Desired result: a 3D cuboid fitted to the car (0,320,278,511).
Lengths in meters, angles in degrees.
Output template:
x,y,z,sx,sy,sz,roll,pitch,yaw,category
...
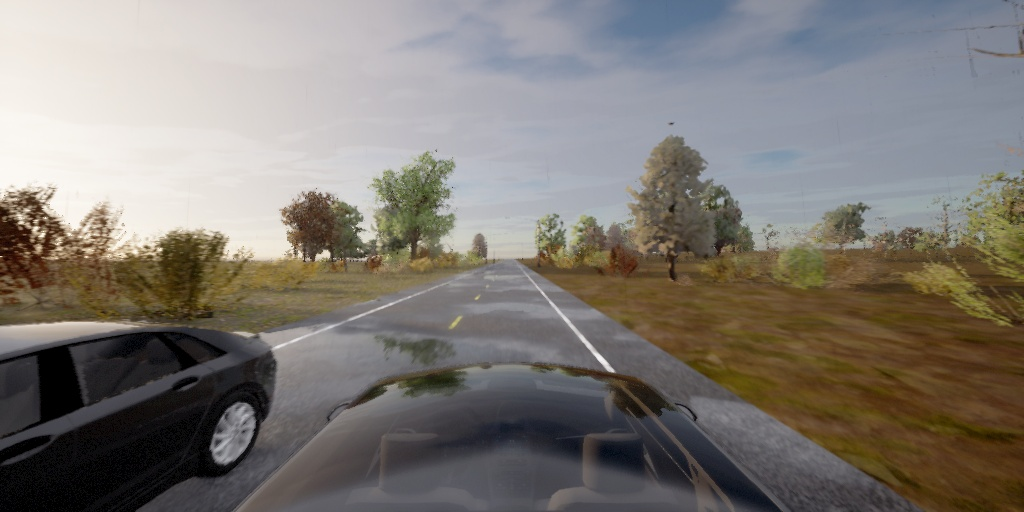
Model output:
x,y,z,sx,sy,sz,roll,pitch,yaw,category
-3.499,1.256,1.974,1.837,1.490,4.892,0,0,0,car
